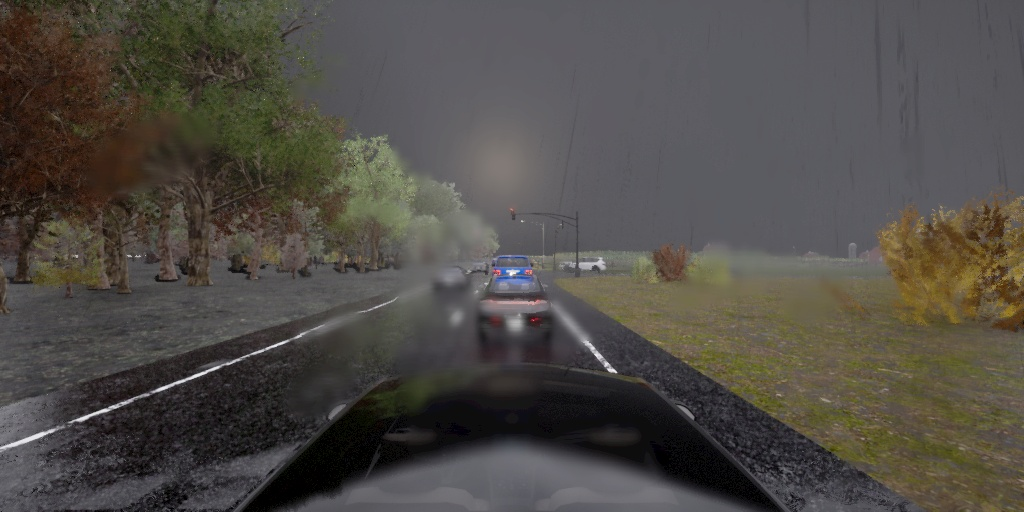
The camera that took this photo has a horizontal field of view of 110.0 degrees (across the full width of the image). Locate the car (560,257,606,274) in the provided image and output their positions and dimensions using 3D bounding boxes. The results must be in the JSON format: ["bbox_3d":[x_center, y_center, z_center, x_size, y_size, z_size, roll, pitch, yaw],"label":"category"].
[{"bbox_3d":[8.771,1.142,44.263,5.566,2.045,2.150,1,-1,13],"label":"car"}]

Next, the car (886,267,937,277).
[{"bbox_3d":[48.180,1.841,43.258,4.892,1.490,1.837,1,-1,1],"label":"car"}]

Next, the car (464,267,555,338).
[{"bbox_3d":[0.074,1.244,10.142,2.128,1.511,4.902,0,0,0],"label":"car"}]

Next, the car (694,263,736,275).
[{"bbox_3d":[24.477,1.602,43.331,4.674,1.442,1.812,1,-1,0],"label":"car"}]

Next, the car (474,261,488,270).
[{"bbox_3d":[-3.536,1.304,40.183,2.033,1.411,5.357,0,0,0],"label":"car"}]

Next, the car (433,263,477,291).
[{"bbox_3d":[-3.471,1.318,21.780,1.994,1.385,4.181,0,0,0],"label":"car"}]

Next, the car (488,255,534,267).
[{"bbox_3d":[0.038,0.976,20.059,2.150,2.045,5.566,0,0,0],"label":"car"}]

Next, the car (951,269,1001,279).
[{"bbox_3d":[51.214,1.833,39.671,4.674,1.442,1.812,1,-1,1],"label":"car"}]
